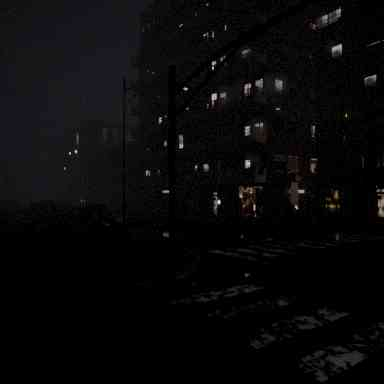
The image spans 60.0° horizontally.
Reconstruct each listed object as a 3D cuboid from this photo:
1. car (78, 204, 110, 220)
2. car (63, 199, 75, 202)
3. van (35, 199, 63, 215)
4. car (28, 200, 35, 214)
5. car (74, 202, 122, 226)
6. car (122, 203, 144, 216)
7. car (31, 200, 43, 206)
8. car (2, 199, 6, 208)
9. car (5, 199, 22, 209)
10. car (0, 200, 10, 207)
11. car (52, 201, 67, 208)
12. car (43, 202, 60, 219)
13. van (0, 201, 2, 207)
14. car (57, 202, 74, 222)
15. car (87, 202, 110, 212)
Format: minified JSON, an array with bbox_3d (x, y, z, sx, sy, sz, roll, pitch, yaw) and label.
[{"bbox_3d":[-10.247,2.011,34.586,1.994,1.385,4.181,0,-1,-35],"label":"car"},{"bbox_3d":[-23.347,2.160,62.109,2.192,1.841,5.009,-1,0,-35],"label":"car"},{"bbox_3d":[-17.149,1.900,39.830,1.690,1.788,3.998,-1,0,-35],"label":"van"},{"bbox_3d":[-20.353,2.073,44.329,1.967,1.590,4.097,-1,0,-35],"label":"car"},{"bbox_3d":[-7.530,1.776,26.330,1.967,1.590,4.097,-1,0,-35],"label":"car"},{"bbox_3d":[-7.423,2.006,39.764,1.752,1.417,4.829,-1,0,-35],"label":"car"},{"bbox_3d":[-39.361,2.773,84.593,1.947,1.339,4.313,-1,0,-35],"label":"car"},{"bbox_3d":[-36.380,2.542,66.828,1.887,1.381,4.507,-1,0,-35],"label":"car"},{"bbox_3d":[-33.176,2.365,62.328,1.967,1.590,4.097,-1,0,-35],"label":"car"},{"bbox_3d":[-42.693,2.666,75.688,1.752,1.417,4.829,-1,0,-35],"label":"car"},{"bbox_3d":[-26.547,2.462,66.606,1.887,1.381,4.507,-1,0,-35],"label":"car"},{"bbox_3d":[-13.939,2.036,35.329,2.008,1.369,4.403,-1,0,-35],"label":"car"},{"bbox_3d":[-39.589,2.411,71.328,1.690,1.788,3.998,-1,0,-35],"label":"van"},{"bbox_3d":[-10.636,1.934,30.691,1.752,1.417,4.829,-1,0,-35],"label":"car"},{"bbox_3d":[-13.731,2.191,48.619,1.947,1.339,4.313,-1,0,-35],"label":"car"}]
